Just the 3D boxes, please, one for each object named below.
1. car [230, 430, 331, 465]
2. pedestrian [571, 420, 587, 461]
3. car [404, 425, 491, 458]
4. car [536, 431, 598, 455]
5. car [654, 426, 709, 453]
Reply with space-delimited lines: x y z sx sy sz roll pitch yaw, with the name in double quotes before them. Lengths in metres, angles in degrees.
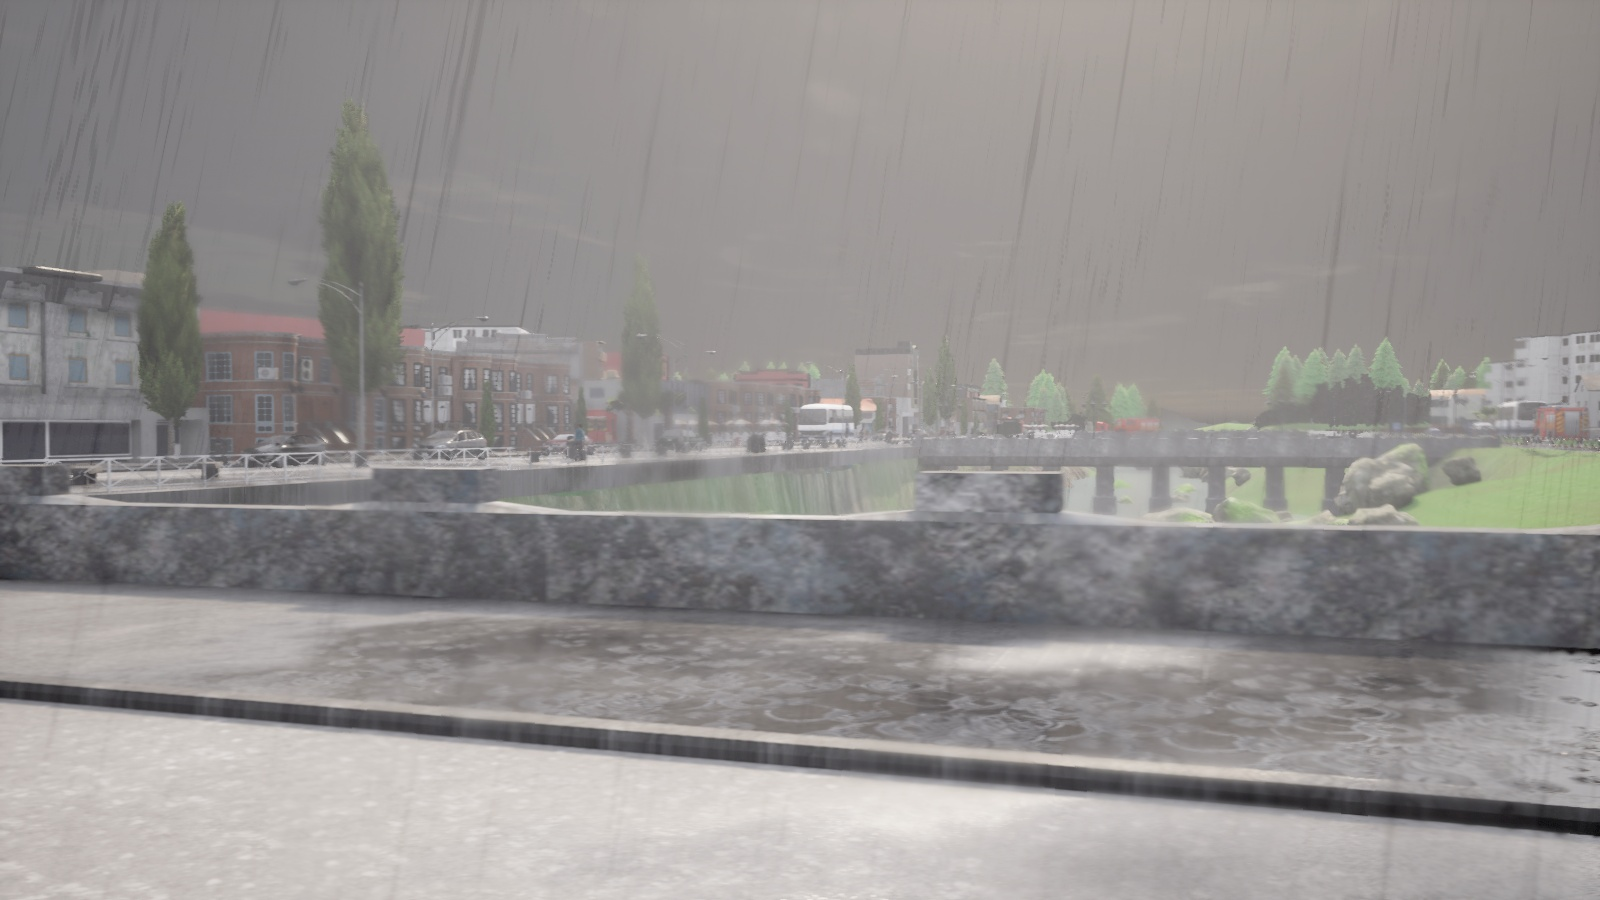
"car" -22.859 -0.134 55.458 1.816 1.474 4.193 1 1 19
"pedestrian" -10.476 -0.457 59.562 0.396 1.930 0.692 1 1 23
"car" -18.853 -0.479 67.373 2.242 1.667 4.611 1 1 19
"car" -14.723 -0.479 79.664 1.812 1.442 4.674 1 1 19
"car" -8.140 -0.734 86.694 2.097 1.767 4.553 1 1 19
